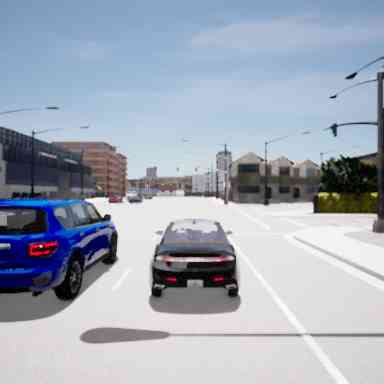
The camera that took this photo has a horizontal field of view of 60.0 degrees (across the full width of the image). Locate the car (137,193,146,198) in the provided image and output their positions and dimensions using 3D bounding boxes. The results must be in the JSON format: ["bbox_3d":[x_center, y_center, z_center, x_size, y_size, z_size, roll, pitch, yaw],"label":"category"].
[{"bbox_3d":[-14.091,1.069,92.856,1.895,1.301,4.718,0,0,0],"label":"car"}]

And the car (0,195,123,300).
[{"bbox_3d":[-3.441,1.171,8.405,2.150,2.045,5.566,0,0,0],"label":"car"}]

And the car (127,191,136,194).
[{"bbox_3d":[-14.076,0.822,77.094,2.150,2.045,5.566,0,1,0],"label":"car"}]

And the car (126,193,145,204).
[{"bbox_3d":[-10.601,1.470,62.158,1.994,1.385,4.181,0,1,1],"label":"car"}]

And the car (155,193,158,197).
[{"bbox_3d":[-10.592,0.977,93.723,1.837,1.490,4.892,0,0,0],"label":"car"}]

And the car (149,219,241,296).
[{"bbox_3d":[0.060,1.438,8.450,2.128,1.511,4.902,0,0,0],"label":"car"}]

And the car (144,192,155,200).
[{"bbox_3d":[-10.576,0.938,77.835,2.097,1.767,4.553,0,1,0],"label":"car"}]
